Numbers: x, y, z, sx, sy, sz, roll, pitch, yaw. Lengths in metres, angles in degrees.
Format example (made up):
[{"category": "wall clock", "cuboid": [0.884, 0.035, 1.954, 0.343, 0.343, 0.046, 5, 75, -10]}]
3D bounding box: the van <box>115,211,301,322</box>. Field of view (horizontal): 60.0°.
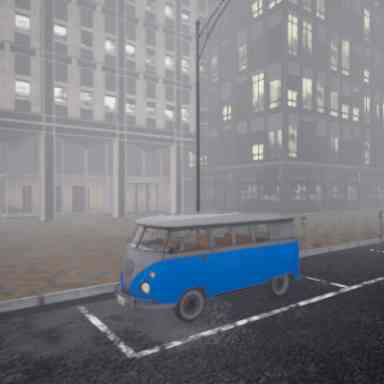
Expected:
[{"category": "van", "cuboid": [0.500, 1.333, 6.916, 3.998, 1.788, 1.690, 0, 0, -35]}]
